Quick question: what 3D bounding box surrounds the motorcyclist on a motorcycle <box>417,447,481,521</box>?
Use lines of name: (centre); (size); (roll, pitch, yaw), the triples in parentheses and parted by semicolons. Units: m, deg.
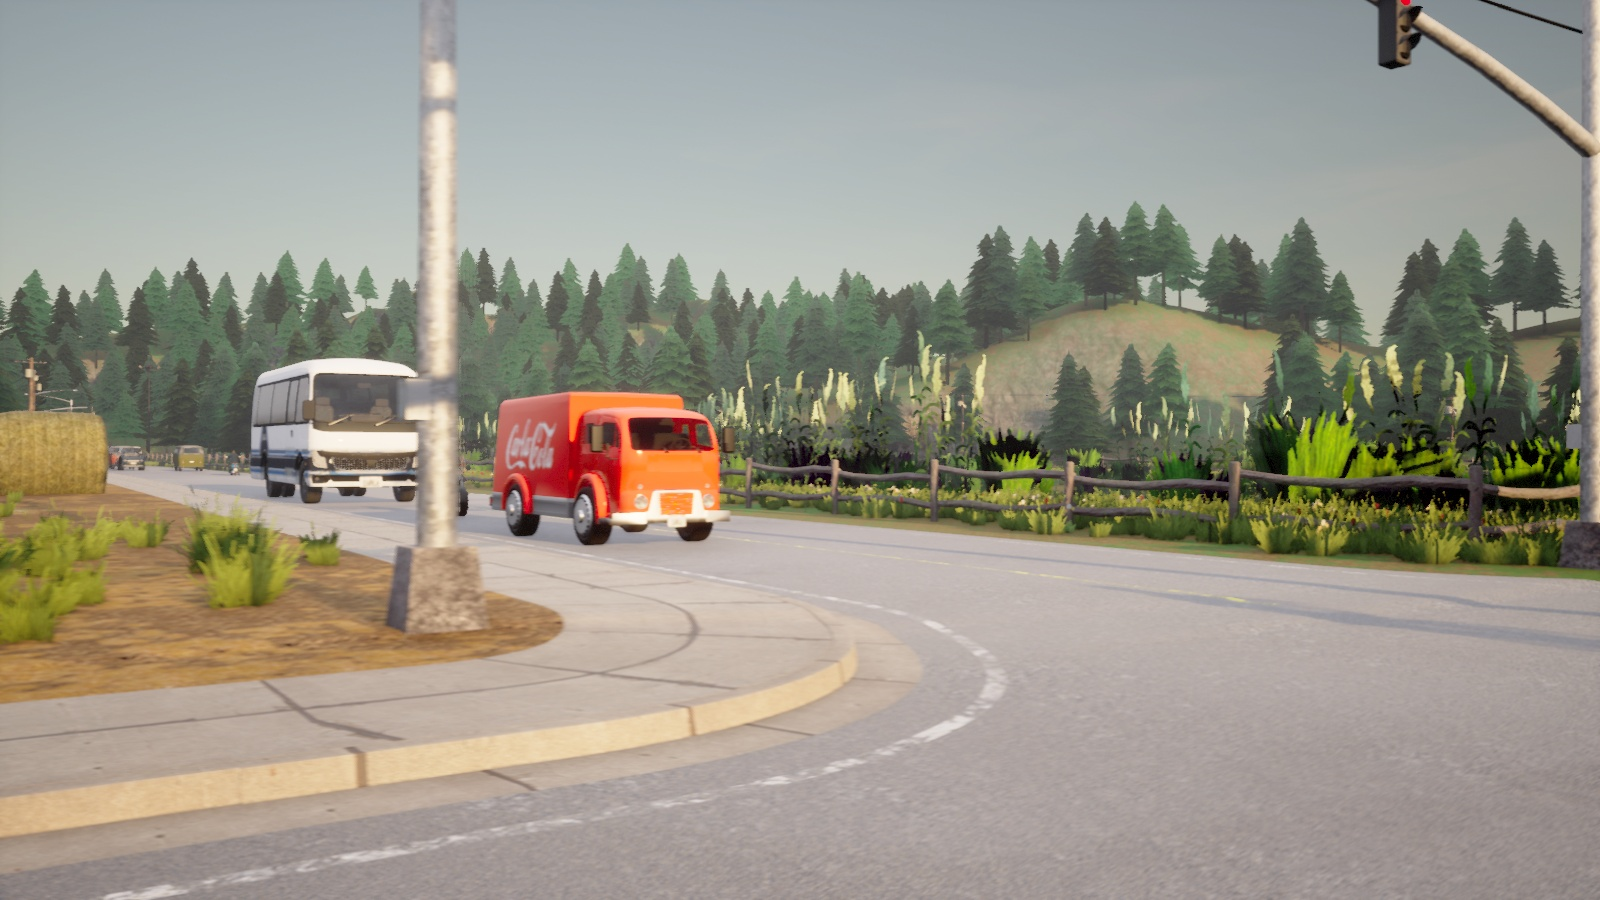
motorcyclist on a motorcycle: (-8.138, 0.758, 29.065); (0.766, 1.649, 2.350); (0, 0, -33)

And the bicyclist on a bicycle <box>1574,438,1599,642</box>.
bicyclist on a bicycle: (6.736, 0.692, 9.407); (0.866, 1.612, 1.509); (-3, 0, 0)

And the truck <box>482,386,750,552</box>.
truck: (-3.314, 0.290, 21.496); (2.627, 2.467, 5.204); (0, 0, -33)

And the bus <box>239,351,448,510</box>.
bus: (-14.414, -0.527, 38.903); (3.944, 4.253, 10.273); (0, 0, -33)
